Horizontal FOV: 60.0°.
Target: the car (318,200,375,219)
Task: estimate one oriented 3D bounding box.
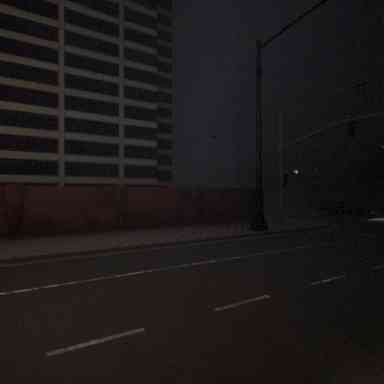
[{"bbox_3d":[13.764,1.504,29.908,1.837,1.490,4.892,0,0,-36],"label":"car"}]
